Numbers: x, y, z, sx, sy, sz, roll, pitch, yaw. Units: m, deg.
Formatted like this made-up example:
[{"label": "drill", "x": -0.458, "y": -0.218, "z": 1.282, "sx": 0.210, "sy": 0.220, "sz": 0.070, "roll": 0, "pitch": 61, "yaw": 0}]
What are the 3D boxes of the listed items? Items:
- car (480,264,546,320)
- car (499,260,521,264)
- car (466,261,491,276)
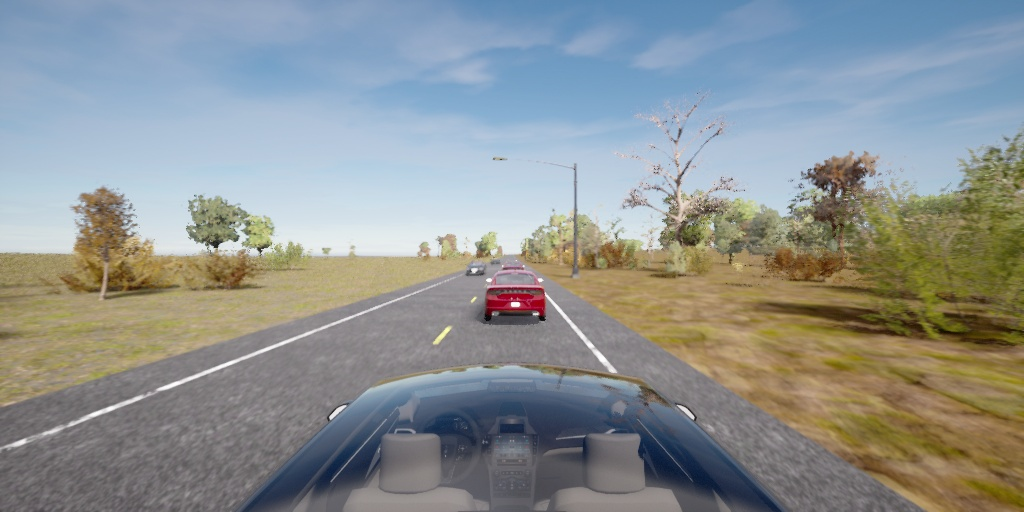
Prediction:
[{"label": "car", "x": 0.100, "y": 1.228, "z": 12.674, "sx": 1.882, "sy": 1.535, "sz": 5.008, "roll": 0, "pitch": 0, "yaw": 0}, {"label": "car", "x": 0.099, "y": 1.220, "z": 31.047, "sx": 1.882, "sy": 1.535, "sz": 5.008, "roll": 0, "pitch": 0, "yaw": 0}, {"label": "car", "x": -3.594, "y": 1.232, "z": 36.702, "sx": 2.128, "sy": 1.511, "sz": 4.902, "roll": 0, "pitch": 0, "yaw": 0}]
